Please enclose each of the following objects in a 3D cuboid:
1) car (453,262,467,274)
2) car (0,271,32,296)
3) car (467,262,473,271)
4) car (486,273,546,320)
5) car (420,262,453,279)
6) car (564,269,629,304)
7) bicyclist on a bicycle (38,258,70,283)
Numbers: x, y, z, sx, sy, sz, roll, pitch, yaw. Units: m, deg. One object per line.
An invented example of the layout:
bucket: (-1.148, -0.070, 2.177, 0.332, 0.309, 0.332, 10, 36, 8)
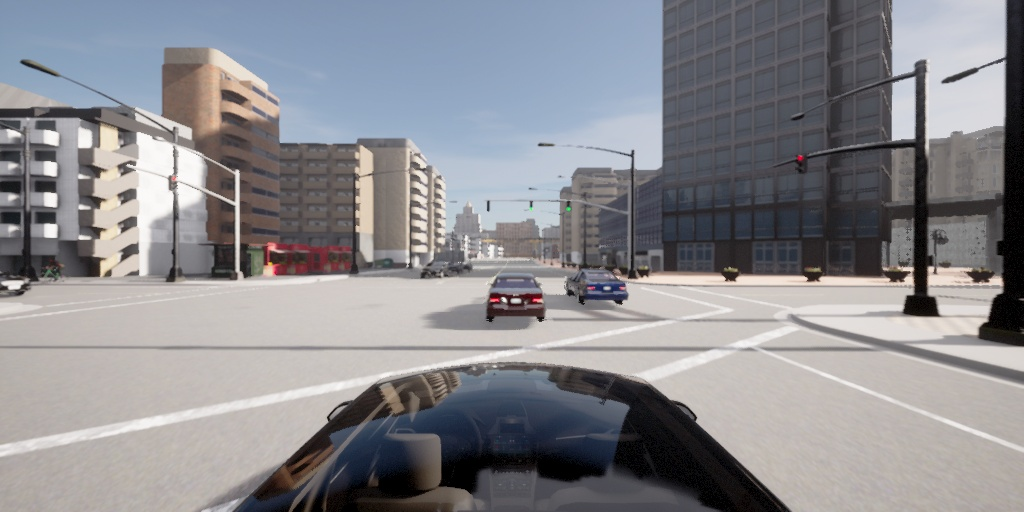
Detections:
car: (-7.022, 1.450, 43.151, 1.895, 1.301, 4.718, 0, -1, 0)
car: (-25.412, 1.174, 16.575, 4.902, 1.511, 2.128, 0, 0, 1)
car: (-6.980, 1.565, 53.331, 1.895, 1.301, 4.718, 0, -1, 1)
car: (0.109, 1.281, 12.434, 2.033, 1.411, 5.357, 0, 0, 0)
car: (-7.041, 1.268, 33.067, 1.837, 1.490, 4.892, 0, 0, 0)
car: (3.613, 1.284, 16.119, 2.033, 1.411, 5.357, 0, 0, 0)
bicyclist on a bicycle: (-30.755, 0.954, 24.098, 0.582, 1.620, 1.656, 0, 0, 0)
